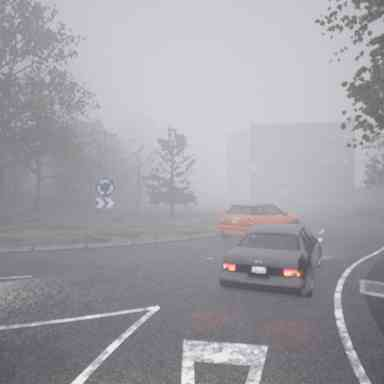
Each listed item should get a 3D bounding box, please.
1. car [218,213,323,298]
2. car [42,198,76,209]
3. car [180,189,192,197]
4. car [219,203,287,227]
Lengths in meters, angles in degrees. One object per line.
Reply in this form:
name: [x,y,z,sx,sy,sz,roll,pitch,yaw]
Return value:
car: [2.291,1.538,8.684,2.033,1.411,5.357,0,0,24]
car: [-17.613,1.547,44.142,4.181,1.385,1.994,1,0,-23]
car: [-1.295,0.106,69.554,2.033,1.411,5.357,0,6,9]
car: [3.406,1.333,16.128,4.553,1.767,2.097,0,0,-44]
